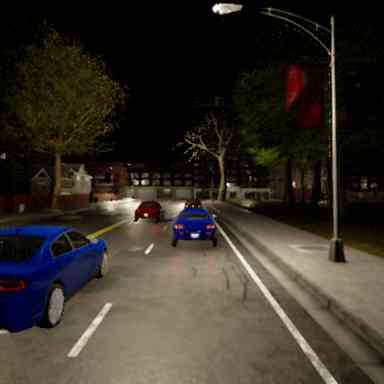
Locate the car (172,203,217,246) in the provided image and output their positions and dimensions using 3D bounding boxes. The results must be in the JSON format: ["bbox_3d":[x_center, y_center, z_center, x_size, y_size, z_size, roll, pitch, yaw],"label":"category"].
[{"bbox_3d":[0.104,1.442,14.741,1.812,1.442,4.674,0,0,0],"label":"car"}]

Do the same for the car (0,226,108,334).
[{"bbox_3d":[-3.149,1.436,6.868,1.882,1.535,5.008,0,0,0],"label":"car"}]

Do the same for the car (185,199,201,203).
[{"bbox_3d":[0.107,1.379,33.923,2.033,1.411,5.357,0,0,0],"label":"car"}]

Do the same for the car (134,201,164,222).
[{"bbox_3d":[-3.145,1.392,24.991,1.812,1.442,4.674,0,0,0],"label":"car"}]
